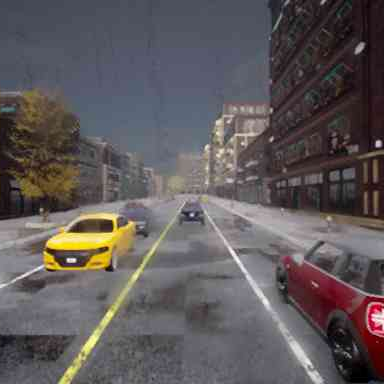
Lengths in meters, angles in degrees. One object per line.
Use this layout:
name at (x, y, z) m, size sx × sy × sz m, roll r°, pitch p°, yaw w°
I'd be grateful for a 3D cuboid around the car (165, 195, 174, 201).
car at (-5.692, 1.553, 84.973) m, size 1.947 × 1.339 × 4.313 m, roll 1°, pitch 0°, yaw 0°

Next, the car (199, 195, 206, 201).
car at (2.687, 1.569, 85.035) m, size 1.802 × 1.307 × 4.206 m, roll 1°, pitch 0°, yaw 0°

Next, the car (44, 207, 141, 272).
car at (-3.090, 1.474, 10.999) m, size 1.882 × 1.535 × 5.008 m, roll 0°, pitch 0°, yaw 0°

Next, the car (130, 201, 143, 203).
car at (-5.683, 1.573, 33.793) m, size 1.802 × 1.307 × 4.206 m, roll 1°, pitch 0°, yaw 0°

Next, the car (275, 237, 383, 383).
car at (2.705, 1.439, 5.422) m, size 1.967 × 1.590 × 4.097 m, roll 1°, pitch 0°, yaw 0°

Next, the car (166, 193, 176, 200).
car at (-5.688, 1.302, 90.660) m, size 2.192 × 1.841 × 5.009 m, roll 1°, pitch 0°, yaw 0°

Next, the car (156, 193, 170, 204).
car at (-5.686, 1.427, 62.226) m, size 1.967 × 1.590 × 4.097 m, roll 1°, pitch 0°, yaw 0°

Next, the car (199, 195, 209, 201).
car at (2.691, 1.512, 68.146) m, size 1.752 × 1.417 × 4.829 m, roll 1°, pitch 0°, yaw 0°

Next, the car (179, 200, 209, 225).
car at (0.017, 1.541, 24.060) m, size 2.033 × 1.411 × 5.357 m, roll 0°, pitch 0°, yaw 0°

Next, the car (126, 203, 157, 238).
car at (-3.003, 1.542, 18.049) m, size 2.033 × 1.411 × 5.357 m, roll 0°, pitch 0°, yaw 0°

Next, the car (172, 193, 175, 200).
car at (-5.689, 1.427, 79.287) m, size 1.967 × 1.590 × 4.097 m, roll 1°, pitch 0°, yaw 0°

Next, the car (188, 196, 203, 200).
car at (0.075, 1.554, 43.707) m, size 1.994 × 1.385 × 4.181 m, roll 0°, pitch 0°, yaw 0°

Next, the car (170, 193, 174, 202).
car at (-5.691, 1.552, 73.601) m, size 1.947 × 1.339 × 4.313 m, roll 1°, pitch 0°, yaw 0°
